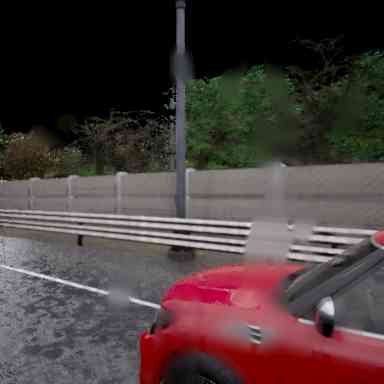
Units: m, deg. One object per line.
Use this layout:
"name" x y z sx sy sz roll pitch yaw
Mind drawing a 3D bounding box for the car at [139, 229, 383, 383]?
"car" 2.133 1.223 2.471 5.566 2.045 2.150 0 0 36
